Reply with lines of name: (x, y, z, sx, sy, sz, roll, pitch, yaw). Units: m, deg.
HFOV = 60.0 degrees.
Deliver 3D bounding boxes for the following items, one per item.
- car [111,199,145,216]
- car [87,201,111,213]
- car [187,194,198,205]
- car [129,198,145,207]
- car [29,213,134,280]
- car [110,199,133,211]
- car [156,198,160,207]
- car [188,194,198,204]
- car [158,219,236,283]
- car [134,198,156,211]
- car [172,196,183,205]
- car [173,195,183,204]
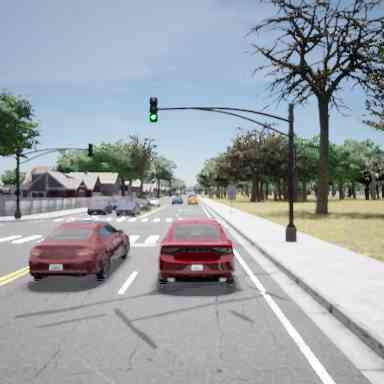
car: (-6.531, 1.708, 34.613, 2.033, 1.411, 5.357, 0, 0, 0)
car: (-9.815, 1.714, 35.943, 2.033, 1.411, 5.357, 0, 0, -3)
car: (0.225, 1.767, 65.701, 1.882, 1.535, 5.008, 0, 0, 0)
car: (-9.705, 1.811, 59.252, 2.033, 1.411, 5.357, 0, 0, 0)
car: (-3.133, 1.573, 9.962, 1.812, 1.442, 4.674, 0, 0, 0)
car: (-9.758, 1.760, 46.428, 2.033, 1.411, 5.357, 0, 0, 0)
car: (-6.473, 1.779, 56.525, 1.812, 1.442, 4.674, 0, 0, 0)
car: (0.147, 1.556, 76.103, 2.150, 2.045, 5.566, 0, 0, 0)
car: (0.115, 1.525, 9.846, 1.882, 1.535, 5.008, 0, 0, 0)
car: (-6.517, 1.694, 44.075, 2.128, 1.511, 4.902, 0, 0, 0)
car: (-3.020, 1.816, 66.107, 1.812, 1.442, 4.674, 0, 0, 0)
car: (-3.103, 1.685, 76.073, 2.097, 1.767, 4.553, 0, 0, 0)
